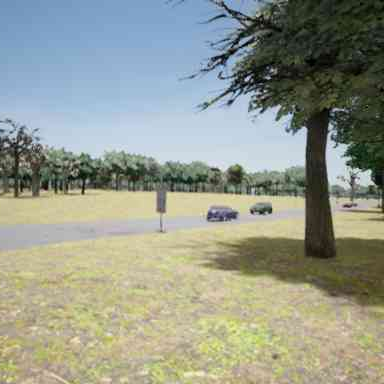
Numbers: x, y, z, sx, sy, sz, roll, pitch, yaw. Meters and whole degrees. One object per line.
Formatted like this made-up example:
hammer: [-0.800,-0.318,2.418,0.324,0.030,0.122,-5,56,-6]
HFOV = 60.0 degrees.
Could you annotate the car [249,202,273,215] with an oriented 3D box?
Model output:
car: [11.547,2.650,55.127,2.150,2.045,5.566,1,-1,35]

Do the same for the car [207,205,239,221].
car: [3.577,2.315,37.652,2.097,1.767,4.553,1,-1,35]
